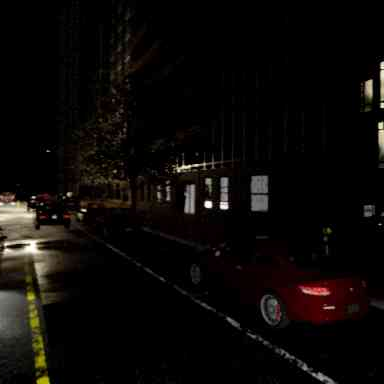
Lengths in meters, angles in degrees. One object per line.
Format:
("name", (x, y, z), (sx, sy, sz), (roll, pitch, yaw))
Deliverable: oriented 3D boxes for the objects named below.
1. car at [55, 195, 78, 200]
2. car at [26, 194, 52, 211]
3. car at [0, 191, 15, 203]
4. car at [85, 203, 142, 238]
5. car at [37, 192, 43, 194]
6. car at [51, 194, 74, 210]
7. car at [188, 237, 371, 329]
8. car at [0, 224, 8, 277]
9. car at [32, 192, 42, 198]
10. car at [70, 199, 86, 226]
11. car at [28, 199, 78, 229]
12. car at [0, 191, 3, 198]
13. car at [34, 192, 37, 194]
("car", (-11.829, 1.148, 31.995), (1.967, 1.590, 4.097), (1, 0, -28))
("car", (-16.077, 1.190, 34.401), (2.033, 1.411, 5.357), (1, 0, -27))
("car", (-28.884, 0.736, 52.115), (2.097, 1.767, 4.553), (1, 0, -28))
("car", (-3.859, 1.433, 16.893), (2.008, 1.369, 4.403), (1, 0, -28))
("car", (-25.115, 0.947, 57.165), (1.887, 1.381, 4.507), (1, 0, -28))
("car", (-14.486, 1.088, 37.028), (1.967, 1.590, 4.097), (1, 0, -28))
("car", (1.455, 1.571, 6.825), (1.802, 1.307, 4.206), (1, 0, -28))
("car", (-6.383, 1.433, 9.484), (2.033, 1.411, 5.357), (1, 0, -28))
("car", (-38.400, 0.639, 82.334), (1.947, 1.339, 4.313), (1, 0, -28))
("car", (-6.516, 1.377, 21.927), (2.008, 1.369, 4.403), (1, 0, -28))
("car", (-8.474, 1.359, 19.975), (2.033, 1.411, 5.357), (1, 0, -27))
("car", (-45.814, 0.547, 78.428), (1.887, 1.381, 4.507), (1, 0, -28))
("car", (-33.086, 0.773, 72.266), (1.947, 1.339, 4.313), (1, 0, -28))
